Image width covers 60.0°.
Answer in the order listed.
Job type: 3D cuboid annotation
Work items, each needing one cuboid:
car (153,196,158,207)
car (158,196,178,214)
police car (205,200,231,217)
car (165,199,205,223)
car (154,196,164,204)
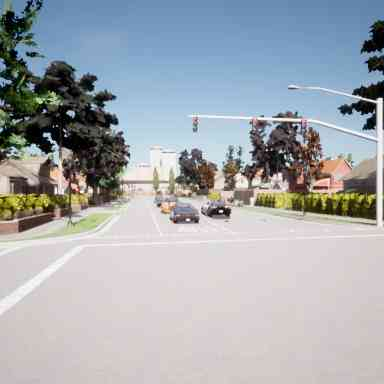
[{"bbox_3d":[-4.282,1.491,49.689,2.128,1.511,4.902,0,0,-9],"label":"car"},{"bbox_3d":[-2.138,1.352,35.433,2.097,1.767,4.553,0,0,-9],"label":"car"},{"bbox_3d":[2.143,1.509,31.104,2.038,1.542,4.974,0,0,-9],"label":"police car"},{"bbox_3d":[-0.676,1.547,25.749,2.033,1.411,5.357,0,0,-9],"label":"car"},{"bbox_3d":[-6.493,1.569,64.954,1.812,1.442,4.674,0,0,-9],"label":"car"}]
